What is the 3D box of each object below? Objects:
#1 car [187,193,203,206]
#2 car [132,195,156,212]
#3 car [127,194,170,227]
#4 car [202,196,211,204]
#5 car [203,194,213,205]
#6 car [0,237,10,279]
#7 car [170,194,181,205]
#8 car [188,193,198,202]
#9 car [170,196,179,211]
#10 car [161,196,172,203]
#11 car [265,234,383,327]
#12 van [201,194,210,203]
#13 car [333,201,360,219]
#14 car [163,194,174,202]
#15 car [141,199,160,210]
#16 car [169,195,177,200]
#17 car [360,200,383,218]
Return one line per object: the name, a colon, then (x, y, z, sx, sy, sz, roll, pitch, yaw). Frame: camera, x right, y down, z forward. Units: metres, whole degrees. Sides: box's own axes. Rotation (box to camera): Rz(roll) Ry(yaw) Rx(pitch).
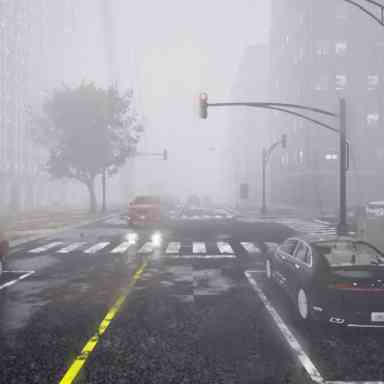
car: (0.261, 1.390, 55.737, 2.097, 1.767, 4.553, 0, 0, 0)
car: (-5.580, 1.336, 39.353, 2.192, 1.841, 5.009, 0, 0, 0)
car: (-3.035, 1.231, 23.275, 2.150, 2.045, 5.566, 0, 0, 0)
car: (2.881, 1.578, 67.113, 1.752, 1.417, 4.829, 0, 0, 0)
car: (2.865, 1.611, 61.420, 1.947, 1.339, 4.313, 0, 0, 0)
car: (-5.673, 1.545, 6.965, 1.887, 1.381, 4.507, 0, 0, 0)
car: (-2.913, 1.589, 58.461, 2.033, 1.411, 5.357, 0, 0, 0)
car: (0.226, 1.298, 78.892, 2.150, 2.045, 5.566, 0, 0, 0)
car: (-2.983, 1.586, 41.125, 1.994, 1.385, 4.181, 0, 0, 0)
car: (-5.485, 1.627, 72.491, 1.947, 1.339, 4.313, 0, 0, 0)
car: (2.707, 1.551, 6.941, 2.008, 1.369, 4.403, 0, 0, 0)
van: (2.896, 1.402, 72.466, 1.690, 1.788, 3.998, 0, 0, 0)
car: (13.500, 1.350, 26.316, 4.403, 1.369, 2.008, -1, 1, 0)
car: (-5.469, 1.386, 78.013, 2.192, 1.841, 5.009, 0, 0, 0)
car: (-5.564, 1.592, 44.876, 1.947, 1.339, 4.313, 0, 0, 0)
car: (-5.421, 1.654, 94.582, 2.008, 1.369, 4.403, 0, 0, 0)
car: (15.503, 0.994, 23.752, 5.566, 2.045, 2.150, -1, 0, 0)
